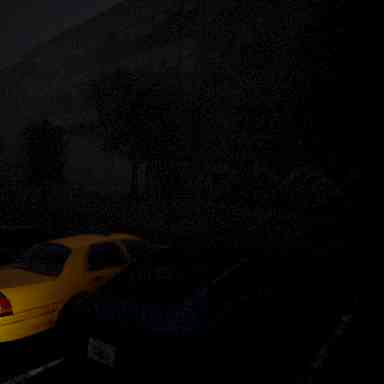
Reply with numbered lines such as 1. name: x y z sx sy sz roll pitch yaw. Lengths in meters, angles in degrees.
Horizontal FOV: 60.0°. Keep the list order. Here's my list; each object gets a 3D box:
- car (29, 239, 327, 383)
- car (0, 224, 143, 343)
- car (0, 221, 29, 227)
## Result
1. car: 0.529 1.506 4.941 2.163 1.488 4.792 0 0 35
2. car: -1.655 1.468 6.690 1.946 1.575 5.366 0 0 35
3. car: -4.022 1.496 8.185 2.163 1.488 4.792 0 0 36
